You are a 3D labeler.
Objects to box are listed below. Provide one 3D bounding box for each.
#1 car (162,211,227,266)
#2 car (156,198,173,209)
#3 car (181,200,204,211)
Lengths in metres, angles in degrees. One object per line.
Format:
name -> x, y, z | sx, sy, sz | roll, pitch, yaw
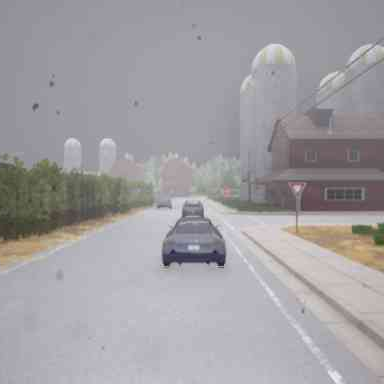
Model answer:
car -> 0.069, 1.557, 11.482 | 1.994, 1.385, 4.181 | 0, 0, 0
car -> -3.573, 1.521, 44.124 | 2.033, 1.411, 5.357 | 0, 0, 0
car -> 0.080, 1.463, 29.892 | 2.128, 1.511, 4.902 | 0, 0, 0
